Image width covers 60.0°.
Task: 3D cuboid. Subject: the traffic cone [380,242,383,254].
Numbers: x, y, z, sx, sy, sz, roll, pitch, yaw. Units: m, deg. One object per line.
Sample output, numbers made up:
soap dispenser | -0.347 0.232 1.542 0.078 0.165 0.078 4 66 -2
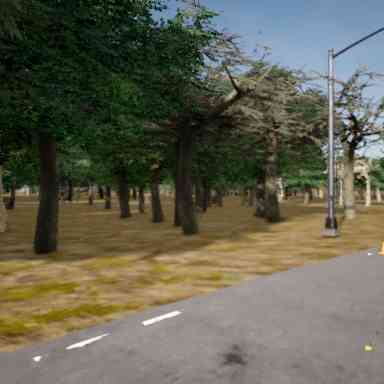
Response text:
traffic cone | 7.325 2.034 12.613 0.340 0.580 0.340 0 -1 -39
